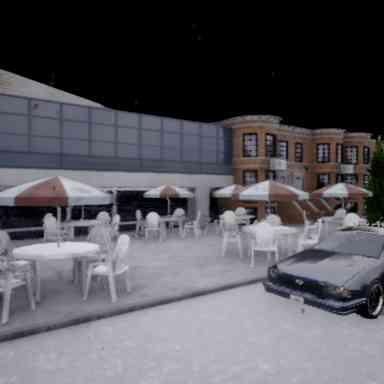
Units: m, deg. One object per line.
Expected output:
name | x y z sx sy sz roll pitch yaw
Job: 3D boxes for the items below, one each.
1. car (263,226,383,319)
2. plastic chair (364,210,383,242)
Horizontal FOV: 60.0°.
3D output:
car | 4.038 1.518 7.486 5.357 1.411 2.033 0 0 -35
plastic chair | 7.930 1.449 14.369 0.730 1.271 0.750 0 0 15
